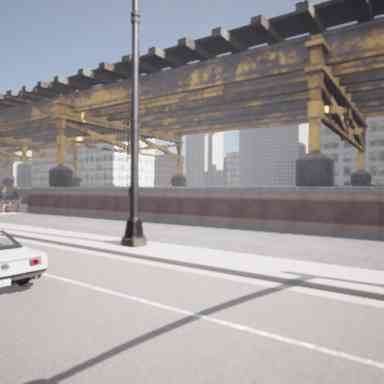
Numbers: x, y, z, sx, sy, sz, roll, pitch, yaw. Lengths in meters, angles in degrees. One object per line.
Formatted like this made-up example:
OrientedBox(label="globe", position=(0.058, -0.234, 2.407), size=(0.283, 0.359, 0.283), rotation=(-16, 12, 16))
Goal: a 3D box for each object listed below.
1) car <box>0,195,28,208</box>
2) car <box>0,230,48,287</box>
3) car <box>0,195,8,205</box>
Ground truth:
OrientedBox(label="car", position=(-20.596, 0.986, 38.172), size=(4.536, 1.218, 1.853), rotation=(0, 0, -1))
OrientedBox(label="car", position=(-5.592, 1.529, 7.979), size=(4.718, 1.301, 1.895), rotation=(1, 0, 35))
OrientedBox(label="car", position=(-24.416, 0.949, 40.888), size=(1.853, 1.218, 4.536), rotation=(0, 0, -11))
